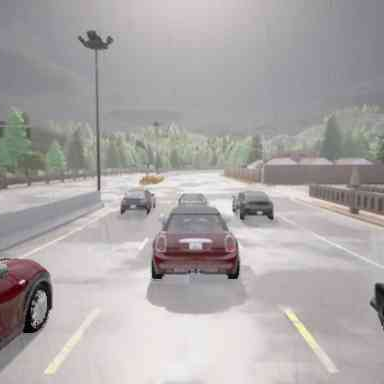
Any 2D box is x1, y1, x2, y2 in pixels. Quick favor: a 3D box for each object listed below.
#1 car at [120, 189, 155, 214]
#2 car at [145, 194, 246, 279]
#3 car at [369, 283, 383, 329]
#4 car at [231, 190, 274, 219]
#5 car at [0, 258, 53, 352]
[{"bbox_3d":[-3.484,0.527,21.861,1.812,1.442,4.674,0,4,0],"label":"car"},{"bbox_3d":[0.076,1.146,9.598,2.097,1.767,4.553,0,2,0],"label":"car"},{"bbox_3d":[3.599,1.580,2.875,1.895,1.301,4.718,0,1,0],"label":"car"},{"bbox_3d":[3.528,0.665,19.785,1.837,1.490,4.892,0,4,0],"label":"car"},{"bbox_3d":[-3.408,1.319,3.775,2.097,1.767,4.553,0,1,0],"label":"car"}]
